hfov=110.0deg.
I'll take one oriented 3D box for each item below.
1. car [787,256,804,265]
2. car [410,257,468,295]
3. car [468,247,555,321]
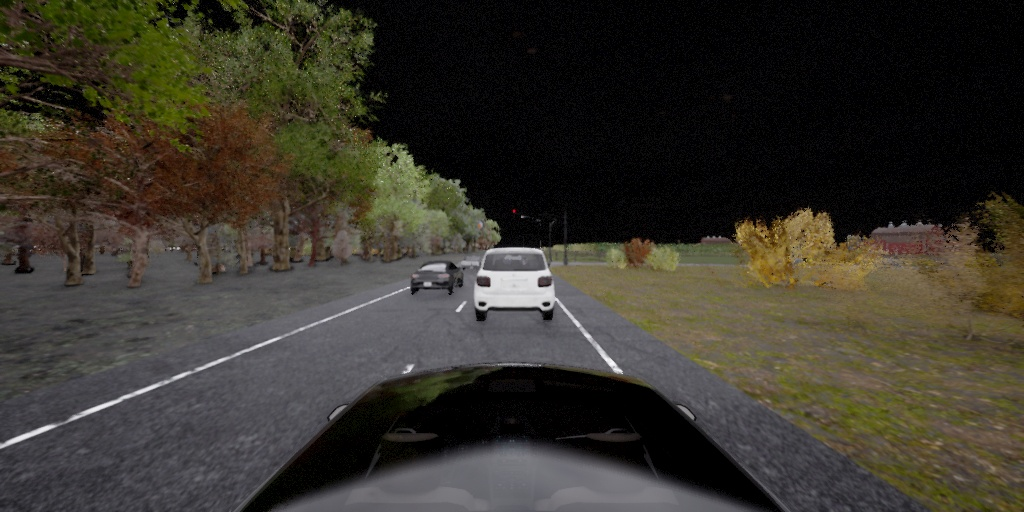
[{"bbox_3d":[39.002,0.633,51.123,4.181,1.385,1.994,1,0,1],"label":"car"},{"bbox_3d":[-3.401,0.925,16.790,1.812,1.442,4.674,0,1,0],"label":"car"},{"bbox_3d":[0.089,0.743,11.521,2.150,2.045,5.566,0,1,1],"label":"car"}]
